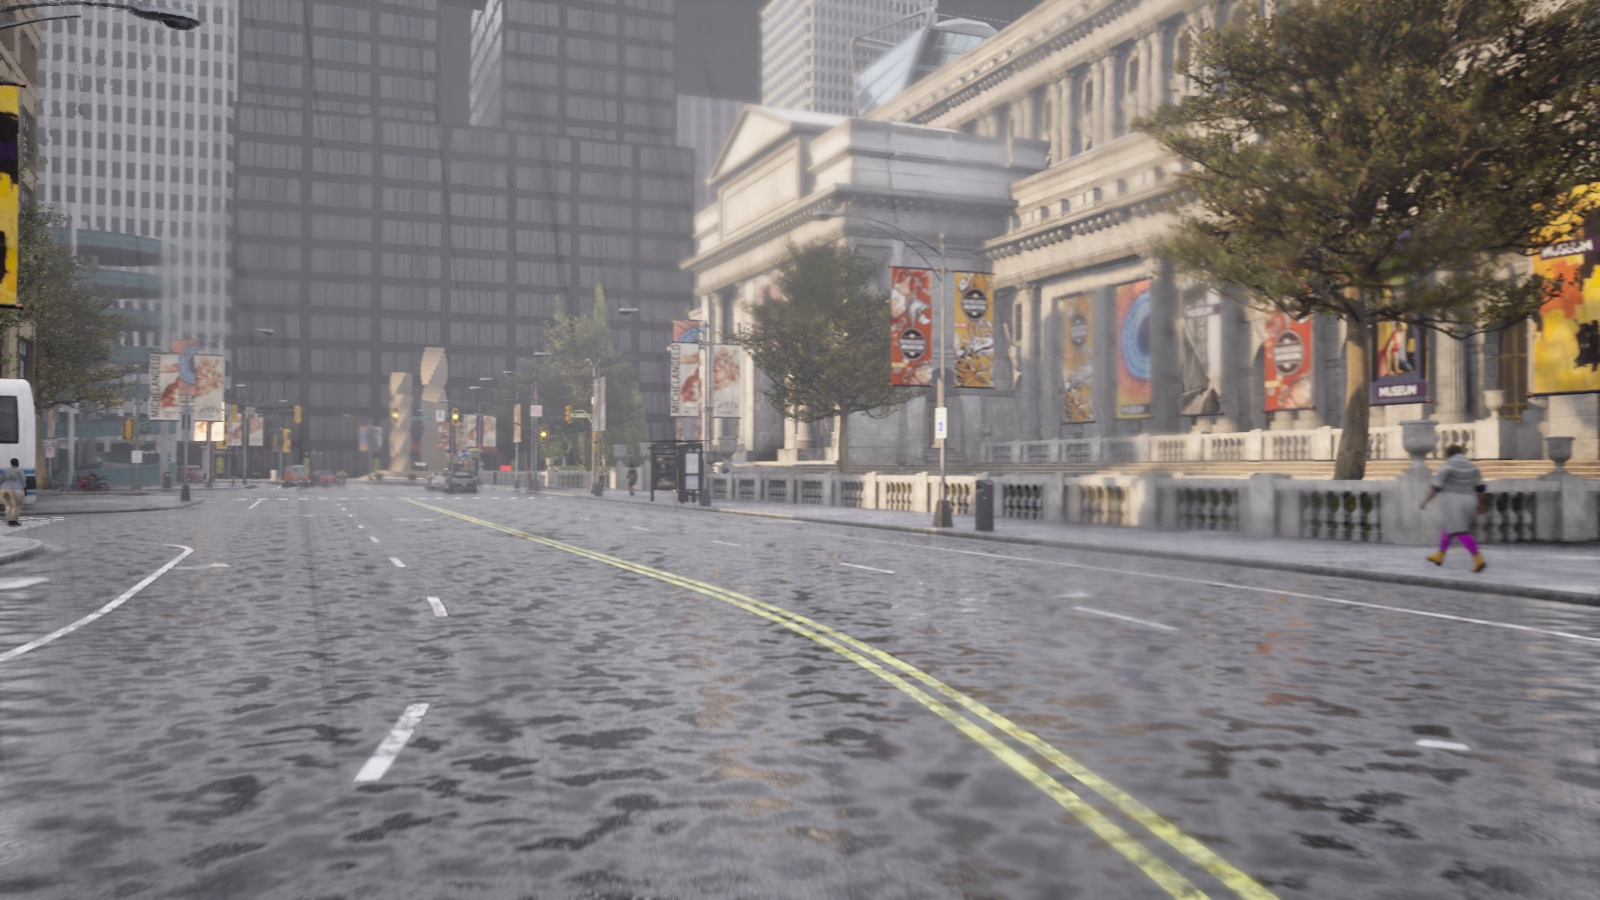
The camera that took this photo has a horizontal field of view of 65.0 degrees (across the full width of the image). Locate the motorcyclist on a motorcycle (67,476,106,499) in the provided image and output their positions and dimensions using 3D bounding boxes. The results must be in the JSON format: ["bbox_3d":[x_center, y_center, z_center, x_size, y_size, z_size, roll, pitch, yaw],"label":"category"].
[{"bbox_3d":[-47.661,2.492,83.914,2.191,1.530,0.866,0,-1,-22],"label":"motorcyclist on a motorcycle"}]

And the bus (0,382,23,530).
[{"bbox_3d":[-27.893,0.166,35.220,10.273,4.253,3.944,0,-1,-33],"label":"bus"}]

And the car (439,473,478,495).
[{"bbox_3d":[-24.096,2.373,88.541,2.128,1.511,4.902,0,-1,-22],"label":"car"}]

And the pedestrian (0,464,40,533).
[{"bbox_3d":[-21.416,1.300,34.168,0.874,1.855,0.900,0,-1,5],"label":"pedestrian"}]

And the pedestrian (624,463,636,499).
[{"bbox_3d":[-9.125,1.646,67.446,0.396,1.930,0.692,0,-1,-29],"label":"pedestrian"}]

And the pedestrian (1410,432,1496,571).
[{"bbox_3d":[9.441,0.729,18.182,0.659,1.952,0.873,0,-1,-19],"label":"pedestrian"}]
